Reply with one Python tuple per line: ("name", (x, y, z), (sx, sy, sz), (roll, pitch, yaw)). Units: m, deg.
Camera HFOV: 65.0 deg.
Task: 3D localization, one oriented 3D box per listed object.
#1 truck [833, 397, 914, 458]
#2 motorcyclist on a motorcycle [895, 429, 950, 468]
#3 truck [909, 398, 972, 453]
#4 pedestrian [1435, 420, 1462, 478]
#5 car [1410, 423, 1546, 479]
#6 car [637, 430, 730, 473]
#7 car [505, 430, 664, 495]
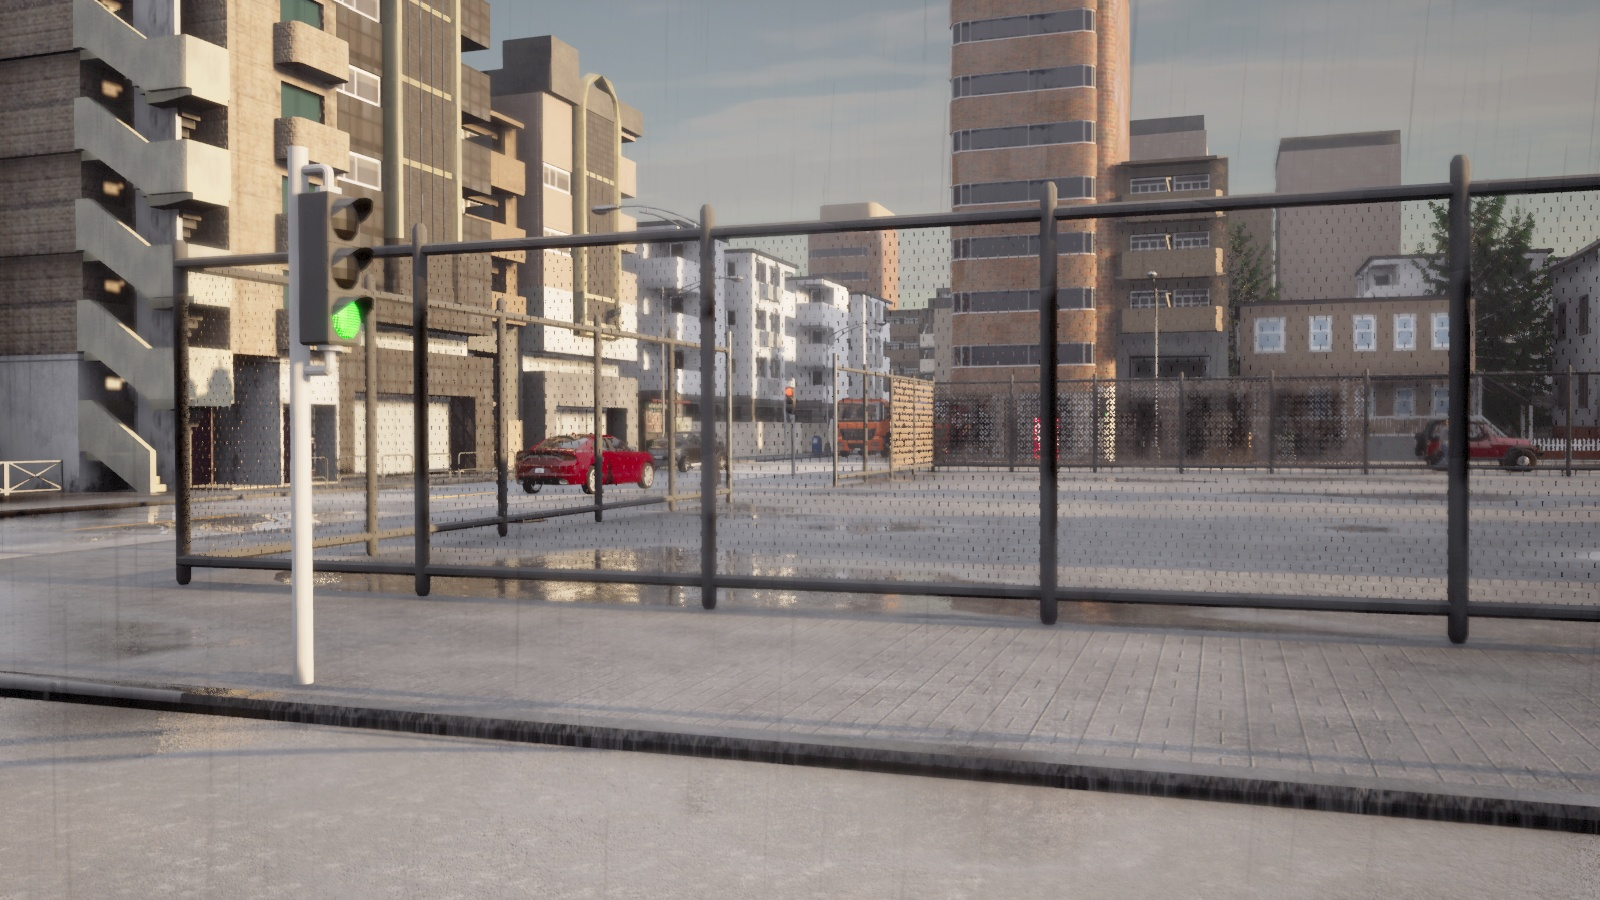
("truck", (4.478, -1.336, 74.755), (2.891, 3.462, 7.936), (1, 1, 18))
("motorcyclist on a motorcycle", (5.348, -0.083, 54.948), (2.350, 1.649, 0.766), (1, -1, 42))
("truck", (10.383, -1.776, 92.243), (2.891, 3.827, 8.468), (1, 1, 18))
("pedestrian", (20.637, -0.026, 39.968), (0.706, 1.836, 0.354), (0, 1, 16))
("car", (23.479, 0.012, 43.646), (3.866, 1.878, 1.905), (1, 1, 19))
("car", (-4.398, 0.021, 47.919), (1.789, 1.549, 3.705), (0, 1, 28))
("car", (-5.473, 0.262, 32.603), (1.882, 1.535, 5.008), (1, 1, 19))
